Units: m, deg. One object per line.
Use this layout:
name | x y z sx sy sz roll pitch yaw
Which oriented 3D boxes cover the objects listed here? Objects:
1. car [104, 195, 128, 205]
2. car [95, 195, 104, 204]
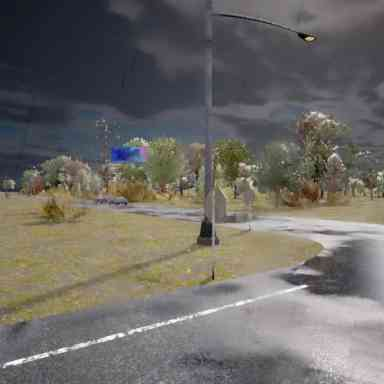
car | -12.270 1.453 54.997 2.033 1.411 5.357 0 0 -33
car | -16.240 1.244 60.890 2.097 1.767 4.553 0 0 -34
